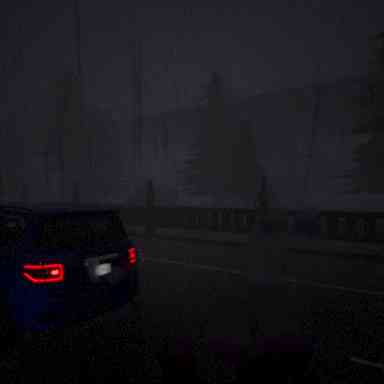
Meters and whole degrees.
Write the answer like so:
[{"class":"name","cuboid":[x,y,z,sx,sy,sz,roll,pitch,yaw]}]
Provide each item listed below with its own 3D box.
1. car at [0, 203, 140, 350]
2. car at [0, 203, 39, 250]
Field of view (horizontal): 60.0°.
[{"class":"car","cuboid":[-3.497,1.241,6.484,5.566,2.045,2.150,0,0,36]},{"class":"car","cuboid":[-9.008,1.399,14.716,4.553,1.767,2.097,0,0,36]}]
